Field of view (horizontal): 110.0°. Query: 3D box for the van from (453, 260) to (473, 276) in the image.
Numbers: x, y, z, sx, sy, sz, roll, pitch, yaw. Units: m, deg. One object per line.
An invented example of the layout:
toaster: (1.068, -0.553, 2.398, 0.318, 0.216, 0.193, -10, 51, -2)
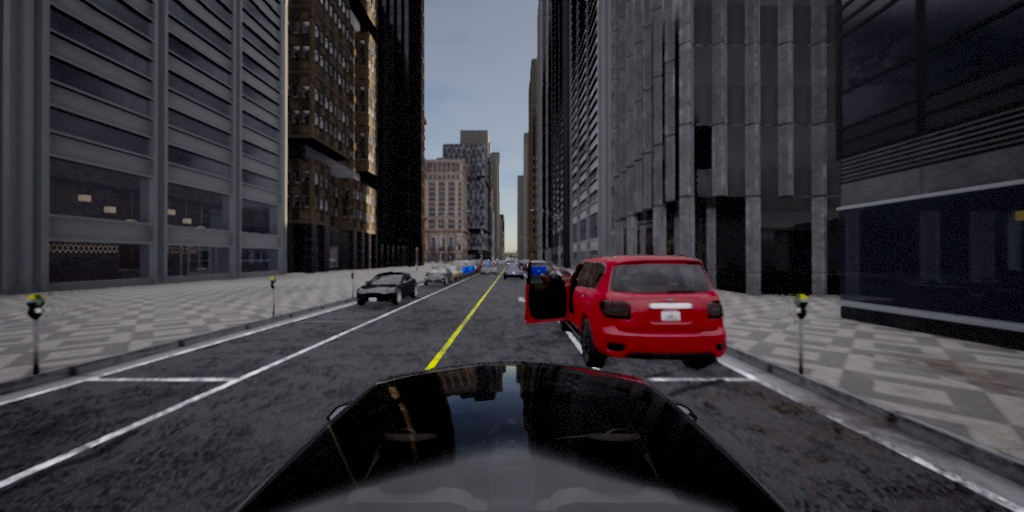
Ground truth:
van: (-5.695, 1.392, 39.533, 1.690, 1.789, 3.998, 0, 0, 0)

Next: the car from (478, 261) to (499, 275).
car: (-2.940, 1.699, 45.641, 1.895, 1.301, 4.718, 0, 0, 1)

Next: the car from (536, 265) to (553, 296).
car: (2.800, 1.458, 22.601, 1.888, 1.381, 4.507, 0, 0, 0)

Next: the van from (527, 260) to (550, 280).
van: (2.831, 1.388, 39.523, 1.690, 1.789, 3.998, 0, 0, 0)

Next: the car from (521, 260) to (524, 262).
car: (2.871, 1.806, 62.085, 1.802, 1.307, 4.207, 0, 0, 0)

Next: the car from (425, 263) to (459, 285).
car: (-5.715, 1.513, 28.252, 2.007, 1.370, 4.403, 0, 0, 0)

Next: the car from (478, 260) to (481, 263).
car: (-5.675, 1.580, 50.814, 1.967, 1.591, 4.097, 0, 0, 0)

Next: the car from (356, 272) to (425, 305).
car: (-5.735, 1.439, 16.971, 1.948, 1.339, 4.313, 0, 0, 0)

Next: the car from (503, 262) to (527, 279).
car: (0.145, 1.586, 36.272, 1.994, 1.385, 4.181, 0, 0, 0)

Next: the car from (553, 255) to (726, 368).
car: (2.406, 1.020, 8.104, 2.150, 2.045, 5.566, 0, 0, 0)

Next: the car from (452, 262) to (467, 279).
car: (-5.705, 1.533, 33.723, 1.751, 1.417, 4.829, 0, 0, 0)

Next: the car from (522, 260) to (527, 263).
car: (2.861, 1.762, 56.444, 1.802, 1.307, 4.207, 0, 0, 0)

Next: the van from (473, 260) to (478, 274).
van: (-5.685, 1.437, 45.174, 1.690, 1.789, 3.998, 0, 0, 0)
